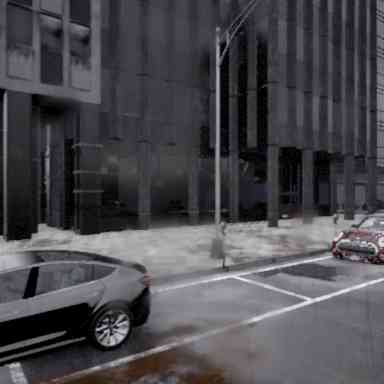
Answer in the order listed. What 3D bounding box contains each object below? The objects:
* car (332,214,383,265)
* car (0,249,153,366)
[{"bbox_3d":[6.541,1.465,11.225,4.097,1.590,1.967,0,0,-36],"label":"car"},{"bbox_3d":[-2.625,1.576,4.654,4.313,1.339,1.947,0,0,-36],"label":"car"}]
